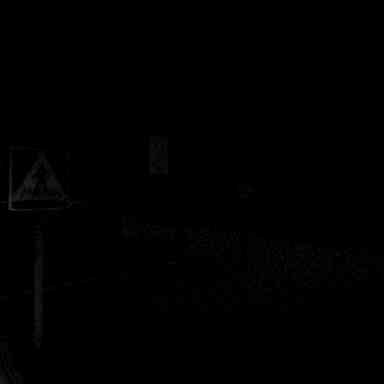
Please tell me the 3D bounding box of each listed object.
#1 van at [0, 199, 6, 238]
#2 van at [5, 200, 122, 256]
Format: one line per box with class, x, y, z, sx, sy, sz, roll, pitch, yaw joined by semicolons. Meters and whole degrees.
van;-6.643;1.353;15.942;1.878;1.987;4.442;0;-1;32
van;-4.779;1.347;13.590;1.878;1.987;4.442;0;-1;32
